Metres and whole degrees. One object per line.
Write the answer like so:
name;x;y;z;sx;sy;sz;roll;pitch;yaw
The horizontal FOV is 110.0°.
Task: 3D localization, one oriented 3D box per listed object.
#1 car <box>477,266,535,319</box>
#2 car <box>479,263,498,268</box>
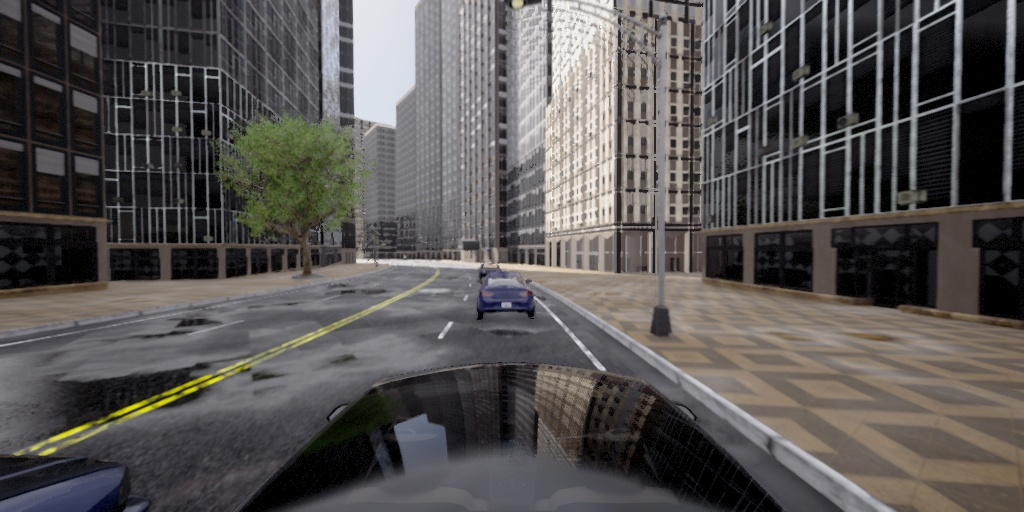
car;-0.261;1.259;12.692;1.812;1.442;4.674;0;0;-3
car;-1.997;1.308;31.549;1.895;1.301;4.718;0;0;-8
